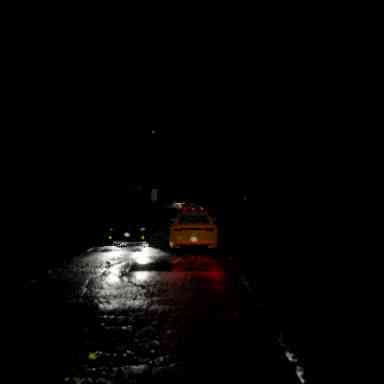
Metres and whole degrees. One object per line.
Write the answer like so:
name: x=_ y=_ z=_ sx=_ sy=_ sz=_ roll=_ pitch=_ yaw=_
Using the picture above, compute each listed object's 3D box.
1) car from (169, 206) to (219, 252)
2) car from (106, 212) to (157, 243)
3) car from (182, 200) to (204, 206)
car: x=0.081 y=1.580 z=14.505 sx=1.882 sy=1.535 sz=5.008 roll=0 pitch=-1 yaw=0
car: x=-2.850 y=1.680 z=16.488 sx=1.994 sy=1.385 sz=4.181 roll=0 pitch=0 yaw=0
car: x=0.100 y=1.569 z=31.504 sx=2.097 sy=1.767 sz=4.553 roll=0 pitch=0 yaw=0
